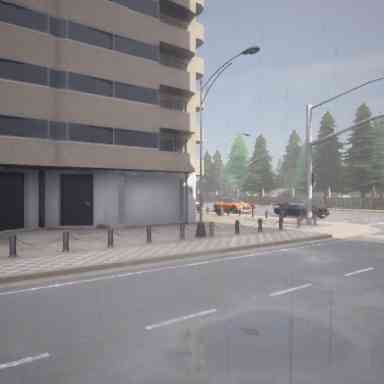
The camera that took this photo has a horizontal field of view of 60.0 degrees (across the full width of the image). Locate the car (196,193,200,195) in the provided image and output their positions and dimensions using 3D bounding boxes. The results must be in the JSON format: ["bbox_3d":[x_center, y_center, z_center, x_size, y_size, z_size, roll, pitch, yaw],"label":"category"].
[{"bbox_3d":[-0.060,1.277,61.097,2.150,2.045,5.566,0,0,-35],"label":"car"}]

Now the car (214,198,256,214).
[{"bbox_3d":[4.434,1.407,36.670,2.097,1.767,4.553,0,0,-36],"label":"car"}]

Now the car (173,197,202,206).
[{"bbox_3d":[-0.845,1.603,56.293,2.033,1.411,5.357,0,0,-37],"label":"car"}]

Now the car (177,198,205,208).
[{"bbox_3d":[-0.193,1.619,49.083,1.994,1.385,4.181,0,0,-36],"label":"car"}]

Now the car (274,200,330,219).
[{"bbox_3d":[9.650,1.656,29.438,1.895,1.301,4.718,0,0,-36],"label":"car"}]

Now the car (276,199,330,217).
[{"bbox_3d":[11.075,1.533,33.444,1.882,1.535,5.008,0,0,-36],"label":"car"}]

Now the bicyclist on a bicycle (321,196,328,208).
[{"bbox_3d":[17.369,1.356,43.492,1.656,1.620,0.582,0,0,-36],"label":"bicyclist on a bicycle"}]

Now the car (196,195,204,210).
[{"bbox_3d":[-0.920,1.533,44.103,1.882,1.535,5.008,0,0,-36],"label":"car"}]

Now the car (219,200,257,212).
[{"bbox_3d":[5.609,1.656,41.020,1.895,1.301,4.718,0,0,-36],"label":"car"}]
